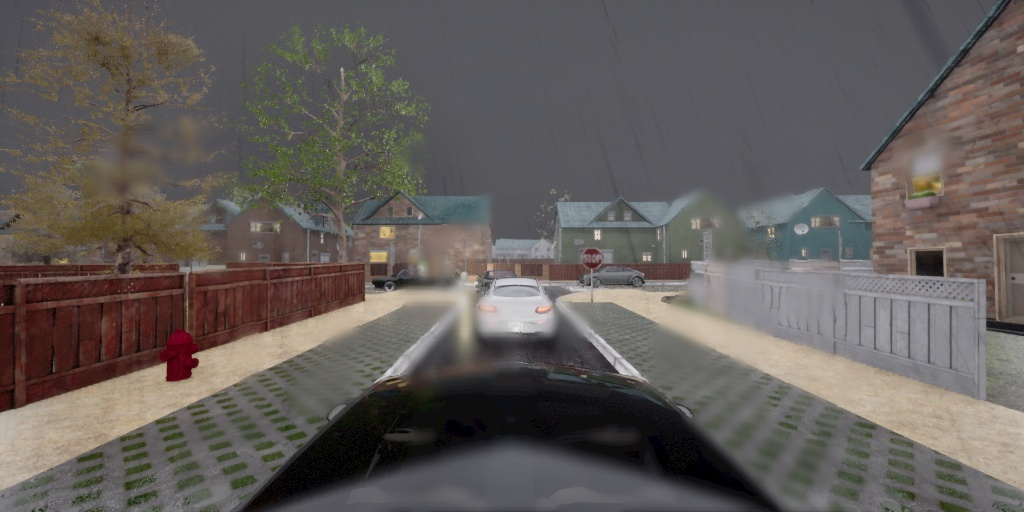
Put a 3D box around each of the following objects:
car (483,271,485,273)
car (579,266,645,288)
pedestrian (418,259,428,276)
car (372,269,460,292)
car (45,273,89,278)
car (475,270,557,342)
[{"bbox_3d":[-0.750,1.366,18.504,1.895,1.301,4.718,0,-1,-12],"label":"car"},{"bbox_3d":[6.547,1.344,23.677,4.181,1.385,1.994,0,-1,1],"label":"car"},{"bbox_3d":[-6.691,1.118,26.777,0.375,1.860,0.375,0,-1,1],"label":"pedestrian"},{"bbox_3d":[-5.475,1.416,20.891,4.718,1.301,1.895,-1,-1,1],"label":"car"},{"bbox_3d":[-25.600,1.632,21.169,4.718,1.301,1.895,-1,-1,1],"label":"car"},{"bbox_3d":[0.106,1.279,9.685,1.812,1.442,4.674,0,0,0],"label":"car"}]
